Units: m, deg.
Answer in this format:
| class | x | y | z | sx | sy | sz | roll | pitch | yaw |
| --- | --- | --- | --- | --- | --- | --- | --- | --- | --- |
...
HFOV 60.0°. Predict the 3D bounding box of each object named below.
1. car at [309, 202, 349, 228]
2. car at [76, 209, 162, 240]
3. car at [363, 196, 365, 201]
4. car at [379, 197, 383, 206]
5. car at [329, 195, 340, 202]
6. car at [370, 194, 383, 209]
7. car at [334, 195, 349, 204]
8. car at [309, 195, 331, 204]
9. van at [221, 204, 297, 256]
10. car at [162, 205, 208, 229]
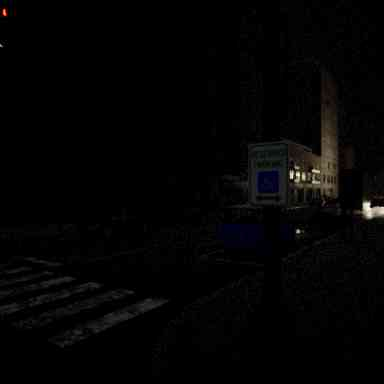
| class | x | y | z | sx | sy | sz | roll | pitch | yaw |
| --- | --- | --- | --- | --- | --- | --- | --- | --- | --- |
| car | 9.187 | 1.566 | 21.996 | 1.802 | 1.307 | 4.206 | 0 | 0 | 35 |
| car | -3.911 | 1.586 | 17.291 | 2.008 | 1.369 | 4.403 | 0 | 0 | 35 |
| car | 41.741 | 1.559 | 82.431 | 2.008 | 1.369 | 4.403 | 0 | 0 | 35 |
| car | 32.011 | 1.521 | 54.564 | 2.008 | 1.369 | 4.403 | 0 | 0 | 35 |
| car | 22.175 | 1.341 | 54.515 | 2.192 | 1.841 | 5.009 | 0 | 0 | 35 |
| car | 25.489 | 1.416 | 45.260 | 1.967 | 1.590 | 4.097 | 0 | 0 | 35 |
| car | 28.697 | 1.461 | 63.820 | 1.967 | 1.590 | 4.097 | 0 | 0 | 35 |
| car | 18.915 | 1.595 | 49.861 | 1.947 | 1.339 | 4.313 | 0 | 0 | 35 |
| van | 2.664 | 1.323 | 12.693 | 1.690 | 1.788 | 3.998 | 0 | 0 | 35 |
| car | -0.650 | 1.581 | 21.943 | 1.887 | 1.381 | 4.507 | 0 | 0 | 35 |
